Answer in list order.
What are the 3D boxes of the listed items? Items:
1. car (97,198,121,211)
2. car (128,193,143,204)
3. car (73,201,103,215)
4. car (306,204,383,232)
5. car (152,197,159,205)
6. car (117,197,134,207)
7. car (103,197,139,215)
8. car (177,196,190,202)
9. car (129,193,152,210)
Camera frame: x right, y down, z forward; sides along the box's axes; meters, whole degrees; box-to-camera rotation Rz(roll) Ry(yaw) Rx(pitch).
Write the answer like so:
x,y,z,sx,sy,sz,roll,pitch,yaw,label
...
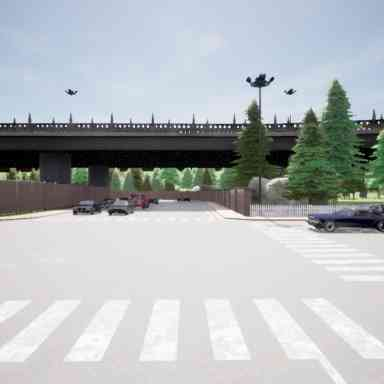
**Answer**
x,y,z,sx,sy,sz,roll,pitch,yaw,label
-10.551,1.526,42.601,1.812,1.442,4.674,0,0,0,car
-10.701,1.221,63.490,2.150,2.045,5.566,0,0,-3,car
-10.575,1.564,33.886,1.994,1.385,4.181,0,0,0,car
9.020,1.545,18.893,4.718,1.301,1.895,0,0,1,car
-7.028,1.564,58.952,1.994,1.385,4.181,0,0,0,car
-10.549,1.526,52.782,1.812,1.442,4.674,0,0,0,car
-7.049,1.547,33.610,2.033,1.411,5.357,0,0,0,car
-1.921,1.553,75.249,1.994,1.385,4.181,0,0,-19,car
-7.051,1.219,44.068,2.150,2.045,5.566,0,0,0,car
